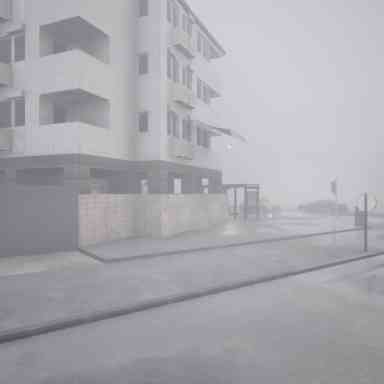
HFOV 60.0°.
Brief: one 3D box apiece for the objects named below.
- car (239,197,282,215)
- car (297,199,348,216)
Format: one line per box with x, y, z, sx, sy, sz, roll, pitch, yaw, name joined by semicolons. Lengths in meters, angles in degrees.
7.040;1.352;34.508;2.097;1.767;4.553;0;0;-36;car
12.942;1.477;33.345;1.882;1.535;5.008;0;0;-35;car
